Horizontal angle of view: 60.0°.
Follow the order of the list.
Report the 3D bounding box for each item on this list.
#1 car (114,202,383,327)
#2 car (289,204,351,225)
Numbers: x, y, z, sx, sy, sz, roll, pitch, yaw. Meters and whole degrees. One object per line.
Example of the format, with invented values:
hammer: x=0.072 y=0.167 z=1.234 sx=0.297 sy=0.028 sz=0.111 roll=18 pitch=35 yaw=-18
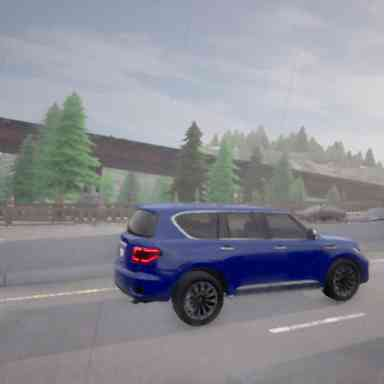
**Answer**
car: x=1.166 y=1.270 z=7.203 sx=5.566 sy=2.045 sz=2.150 roll=1 pitch=-1 yaw=-23
car: x=10.177 y=1.738 z=26.399 sx=4.674 sy=1.442 sz=1.812 roll=0 pitch=0 yaw=-23
